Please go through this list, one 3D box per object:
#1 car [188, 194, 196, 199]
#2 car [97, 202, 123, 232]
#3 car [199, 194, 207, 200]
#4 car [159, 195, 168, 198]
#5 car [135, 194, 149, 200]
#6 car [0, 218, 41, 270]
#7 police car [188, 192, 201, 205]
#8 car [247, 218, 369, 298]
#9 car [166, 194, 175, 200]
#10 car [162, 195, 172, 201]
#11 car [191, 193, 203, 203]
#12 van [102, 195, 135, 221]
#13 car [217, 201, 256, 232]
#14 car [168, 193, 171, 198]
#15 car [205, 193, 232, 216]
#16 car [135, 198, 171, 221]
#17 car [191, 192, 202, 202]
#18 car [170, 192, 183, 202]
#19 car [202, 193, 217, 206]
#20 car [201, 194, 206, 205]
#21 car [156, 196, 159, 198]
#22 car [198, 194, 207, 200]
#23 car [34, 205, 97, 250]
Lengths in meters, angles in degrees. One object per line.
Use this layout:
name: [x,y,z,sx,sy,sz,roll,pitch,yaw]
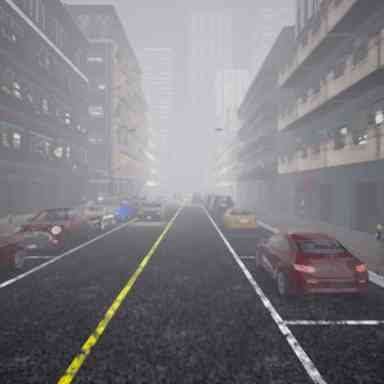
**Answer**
car: [0.026,1.184,87.905,1.895,1.301,4.718,0,0,0]
car: [-5.662,1.485,19.402,2.008,1.369,4.403,-1,0,0]
car: [2.704,1.256,81.163,1.752,1.417,4.829,-1,0,0]
car: [-5.683,1.386,58.616,1.802,1.307,4.206,-1,0,0]
car: [-5.683,1.193,36.207,2.192,1.841,5.009,-1,0,0]
car: [-5.665,1.554,8.199,1.802,1.307,4.206,-1,0,0]
police car: [0.813,1.249,52.730,1.930,1.638,5.238,0,0,1]
car: [2.682,1.554,8.167,1.802,1.307,4.206,-1,0,0]
car: [-5.674,1.264,86.627,2.008,1.369,4.403,-1,0,0]
car: [-5.678,1.300,75.423,2.008,1.369,4.403,-1,0,0]
car: [0.918,1.142,62.585,2.097,1.767,4.553,0,0,0]
van: [-5.663,1.256,25.003,1.690,1.788,3.998,-1,0,0]
car: [2.685,1.459,19.541,1.752,1.417,4.829,-1,0,0]
car: [-5.681,1.368,64.219,1.802,1.307,4.206,-1,0,0]
car: [2.685,1.212,30.574,2.192,1.841,5.009,-1,0,0]
car: [-3.088,1.457,26.694,2.033,1.411,5.357,0,0,0]
car: [0.921,0.996,68.644,2.150,2.045,5.566,0,0,0]
car: [-2.979,0.990,69.020,2.150,2.045,5.566,0,0,0]
car: [2.693,1.138,52.983,2.192,1.841,5.009,-1,0,0]
car: [2.689,1.175,41.779,2.192,1.841,5.009,-1,0,0]
car: [-5.695,1.410,41.811,2.008,1.369,4.403,-1,0,0]
car: [2.706,1.279,86.595,1.947,1.339,4.313,-1,0,0]
car: [-5.665,1.393,13.800,1.967,1.590,4.097,-1,0,0]
